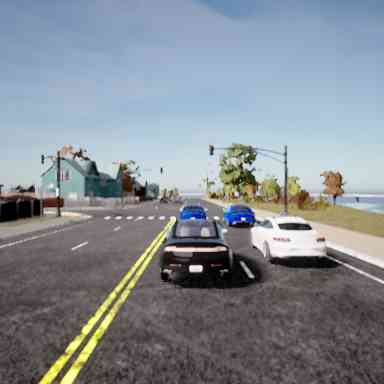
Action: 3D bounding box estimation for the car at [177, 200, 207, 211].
[{"bbox_3d":[0.096,1.633,24.473,1.882,1.535,5.008,0,0,1],"label":"car"}]

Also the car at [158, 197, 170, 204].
[{"bbox_3d":[-6.485,2.030,75.184,1.837,1.490,4.892,0,0,0],"label":"car"}]

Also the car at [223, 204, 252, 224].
[{"bbox_3d":[3.355,1.631,24.153,1.882,1.535,5.008,0,0,0],"label":"car"}]

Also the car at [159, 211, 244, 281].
[{"bbox_3d":[0.100,1.556,10.048,2.128,1.511,4.902,0,0,0],"label":"car"}]

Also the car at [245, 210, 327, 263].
[{"bbox_3d":[3.348,1.602,12.189,1.812,1.442,4.674,0,0,0],"label":"car"}]

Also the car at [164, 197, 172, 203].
[{"bbox_3d":[-6.482,2.148,90.786,1.837,1.490,4.892,0,0,0],"label":"car"}]

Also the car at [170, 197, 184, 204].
[{"bbox_3d":[-3.235,2.069,75.184,2.033,1.411,5.357,0,0,0],"label":"car"}]

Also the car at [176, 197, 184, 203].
[{"bbox_3d":[-3.232,2.126,90.786,1.882,1.535,5.008,0,0,0],"label":"car"}]
